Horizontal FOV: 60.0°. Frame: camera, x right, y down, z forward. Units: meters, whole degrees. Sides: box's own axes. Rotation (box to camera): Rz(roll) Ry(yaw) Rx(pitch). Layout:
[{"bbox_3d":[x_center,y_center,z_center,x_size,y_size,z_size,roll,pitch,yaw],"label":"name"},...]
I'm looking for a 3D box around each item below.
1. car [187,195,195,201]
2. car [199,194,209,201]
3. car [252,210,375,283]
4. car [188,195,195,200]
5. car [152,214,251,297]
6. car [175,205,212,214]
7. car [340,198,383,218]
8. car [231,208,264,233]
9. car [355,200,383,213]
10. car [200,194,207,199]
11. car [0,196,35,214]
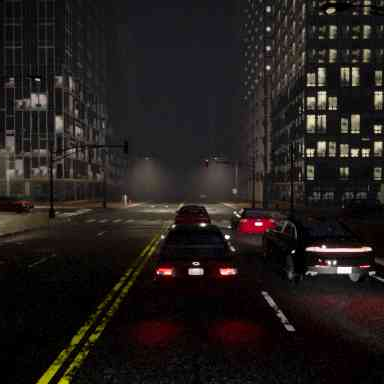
[{"bbox_3d":[-0.174,1.515,82.767,1.895,1.301,4.718,0,0,0],"label":"car"},{"bbox_3d":[3.080,1.510,81.425,1.895,1.301,4.718,0,0,0],"label":"car"},{"bbox_3d":[3.328,1.487,9.669,2.128,1.511,4.902,0,0,0],"label":"car"},{"bbox_3d":[-0.195,1.455,92.857,1.994,1.385,4.181,0,0,0],"label":"car"},{"bbox_3d":[0.083,1.543,8.755,2.033,1.411,5.357,0,0,0],"label":"car"},{"bbox_3d":[0.066,1.467,18.576,1.882,1.535,5.008,0,0,1],"label":"car"},{"bbox_3d":[16.138,1.518,30.217,5.009,1.841,2.192,1,0,1],"label":"car"},{"bbox_3d":[3.311,1.554,18.470,1.994,1.385,4.181,0,0,0],"label":"car"},{"bbox_3d":[21.730,1.641,38.516,4.829,1.417,1.752,1,0,1],"label":"car"},{"bbox_3d":[3.058,1.262,91.397,1.812,1.442,4.674,0,0,0],"label":"car"},{"bbox_3d":[-18.278,1.205,33.292,4.553,1.767,2.097,1,1,1],"label":"car"}]
